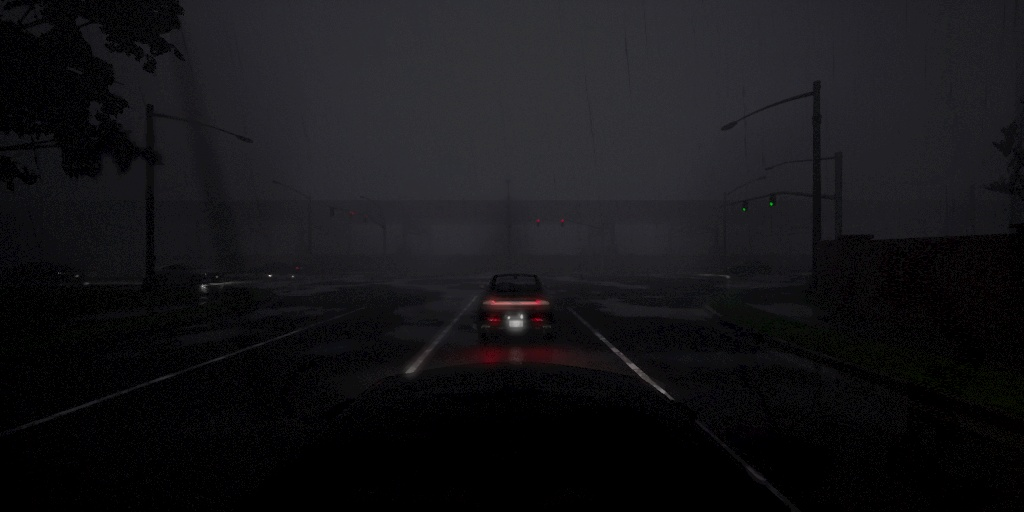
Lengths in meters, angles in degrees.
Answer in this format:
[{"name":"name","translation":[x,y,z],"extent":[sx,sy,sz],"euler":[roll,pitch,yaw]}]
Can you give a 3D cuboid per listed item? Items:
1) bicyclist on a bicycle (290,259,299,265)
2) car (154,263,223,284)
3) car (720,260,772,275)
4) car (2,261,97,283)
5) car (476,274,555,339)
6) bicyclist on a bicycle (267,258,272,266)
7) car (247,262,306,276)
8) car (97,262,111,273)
[{"name":"bicyclist on a bicycle","translation":[-27.055,1.202,44.677],"extent":[0.582,1.620,1.656],"euler":[0,0,14]},{"name":"car","translation":[-24.183,1.275,26.625],"extent":[4.674,1.442,1.812],"euler":[0,0,2]},{"name":"car","translation":[23.495,1.139,36.052],"extent":[4.674,1.442,1.812],"euler":[-1,0,2]},{"name":"car","translation":[-35.055,1.241,26.959],"extent":[4.902,1.511,2.128],"euler":[0,0,2]},{"name":"car","translation":[0.094,1.242,10.117],"extent":[2.128,1.511,4.902],"euler":[0,0,0]},{"name":"bicyclist on a bicycle","translation":[-31.608,1.050,46.765],"extent":[0.582,1.620,1.656],"euler":[0,0,-33]},{"name":"car","translation":[-24.423,1.297,37.327],"extent":[5.357,1.411,2.033],"euler":[0,0,1]},{"name":"car","translation":[-49.669,1.297,41.404],"extent":[5.357,1.411,2.033],"euler":[0,0,2]}]
